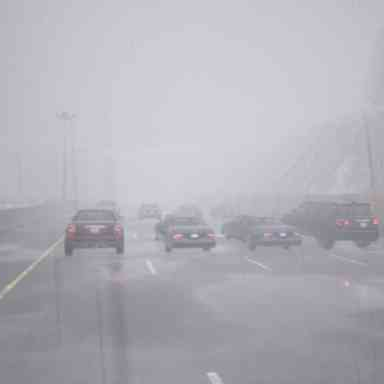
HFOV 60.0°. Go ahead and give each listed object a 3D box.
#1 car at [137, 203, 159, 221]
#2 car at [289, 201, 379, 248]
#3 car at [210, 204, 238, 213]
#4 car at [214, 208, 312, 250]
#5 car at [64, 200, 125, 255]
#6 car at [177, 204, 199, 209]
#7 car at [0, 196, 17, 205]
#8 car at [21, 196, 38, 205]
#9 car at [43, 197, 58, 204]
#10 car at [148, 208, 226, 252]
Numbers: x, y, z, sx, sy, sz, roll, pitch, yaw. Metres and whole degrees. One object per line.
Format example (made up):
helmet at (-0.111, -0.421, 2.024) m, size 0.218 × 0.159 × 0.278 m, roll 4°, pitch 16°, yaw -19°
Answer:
car at (-3.716, 1.685, 28.954) m, size 2.033 × 1.411 × 5.357 m, roll 1°, pitch 0°, yaw -12°
car at (6.332, 1.424, 16.112) m, size 2.150 × 2.045 × 5.566 m, roll 1°, pitch 0°, yaw -13°
car at (3.122, 1.802, 30.445) m, size 2.033 × 1.411 × 5.357 m, roll 1°, pitch 0°, yaw -12°
car at (2.928, 1.696, 15.276) m, size 2.033 × 1.411 × 5.357 m, roll 1°, pitch 0°, yaw -13°
car at (-3.899, 1.383, 13.755) m, size 2.097 × 1.767 × 4.553 m, roll 1°, pitch -1°, yaw -13°
car at (-0.368, 1.762, 30.045) m, size 1.994 × 1.385 × 4.181 m, roll 1°, pitch 0°, yaw -12°
car at (-31.866, 1.397, 57.583) m, size 1.837 × 1.490 × 4.892 m, roll 1°, pitch 0°, yaw -14°
car at (-28.467, 1.463, 58.411) m, size 2.128 × 1.511 × 4.902 m, roll 1°, pitch 0°, yaw -14°
car at (-24.927, 1.556, 58.675) m, size 2.033 × 1.411 × 5.357 m, roll 1°, pitch 0°, yaw -14°
car at (-0.477, 1.638, 14.469) m, size 2.033 × 1.411 × 5.357 m, roll 1°, pitch 0°, yaw -13°
